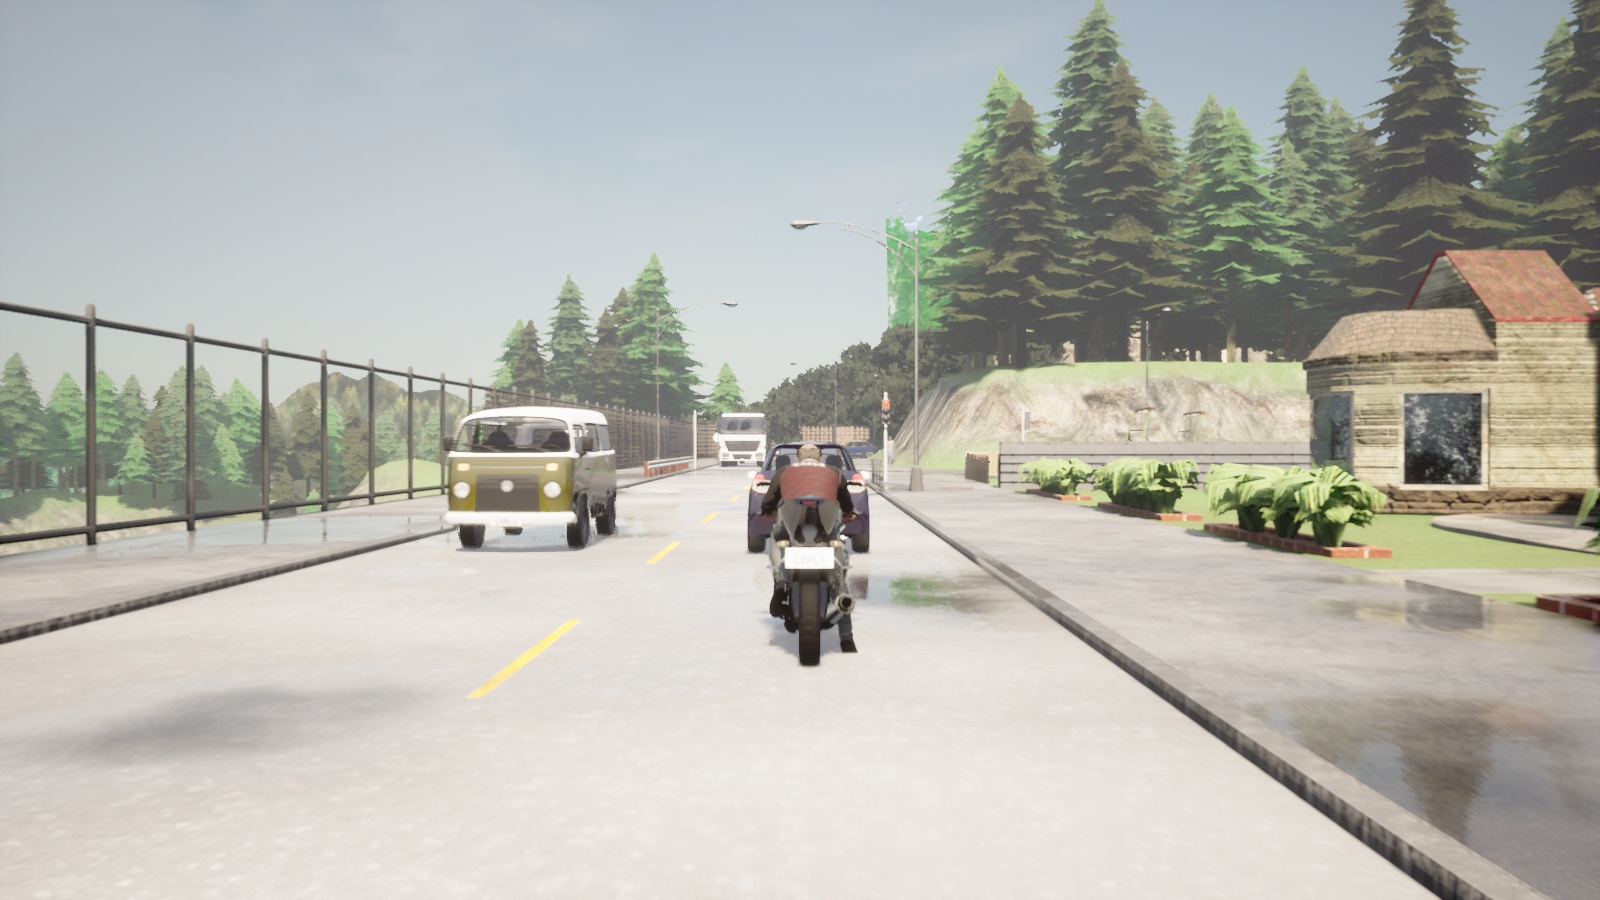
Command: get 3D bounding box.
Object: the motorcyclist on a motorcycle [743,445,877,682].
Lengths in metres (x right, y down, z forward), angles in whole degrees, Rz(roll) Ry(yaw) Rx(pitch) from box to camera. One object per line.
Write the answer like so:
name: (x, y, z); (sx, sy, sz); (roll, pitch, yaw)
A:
motorcyclist on a motorcycle: (0.068, 0.730, 9.221); (0.866, 1.530, 2.191); (0, 0, 0)

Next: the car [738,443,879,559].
car: (0.121, 0.658, 18.176); (1.845, 1.501, 3.633); (0, 0, 0)

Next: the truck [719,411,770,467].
truck: (-3.496, -0.692, 80.605); (2.891, 3.462, 7.936); (0, 0, 0)

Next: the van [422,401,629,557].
van: (-3.876, 0.361, 18.586); (2.069, 2.038, 4.480); (0, 0, 0)
